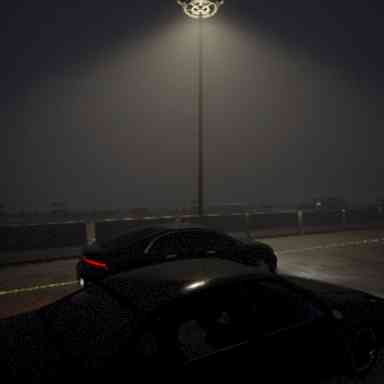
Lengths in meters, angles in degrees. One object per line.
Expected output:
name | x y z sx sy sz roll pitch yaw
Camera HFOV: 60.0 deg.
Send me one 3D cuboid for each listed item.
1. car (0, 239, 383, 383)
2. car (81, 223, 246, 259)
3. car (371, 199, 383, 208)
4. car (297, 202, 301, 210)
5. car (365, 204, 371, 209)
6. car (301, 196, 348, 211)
car | 0.214 1.538 3.814 5.357 1.411 2.033 0 0 -34
car | -0.111 1.486 7.762 4.892 1.490 1.837 0 0 -34
car | 19.653 1.148 30.589 5.566 2.045 2.150 0 0 -23
car | 14.976 1.383 39.973 5.008 1.535 1.882 0 0 -23
car | 20.241 1.442 34.603 4.674 1.442 1.812 0 0 -23
car | 14.536 1.266 35.939 4.553 1.767 2.097 0 0 -24
